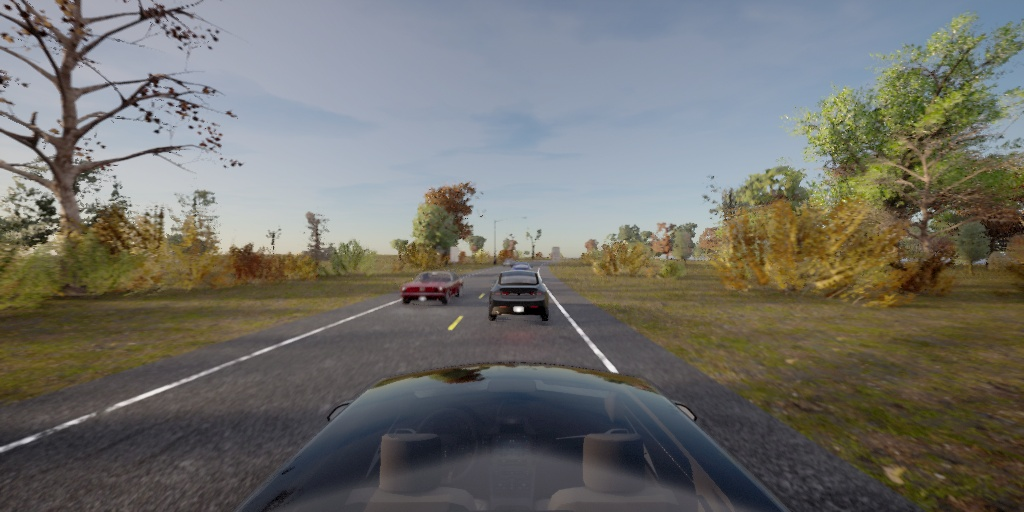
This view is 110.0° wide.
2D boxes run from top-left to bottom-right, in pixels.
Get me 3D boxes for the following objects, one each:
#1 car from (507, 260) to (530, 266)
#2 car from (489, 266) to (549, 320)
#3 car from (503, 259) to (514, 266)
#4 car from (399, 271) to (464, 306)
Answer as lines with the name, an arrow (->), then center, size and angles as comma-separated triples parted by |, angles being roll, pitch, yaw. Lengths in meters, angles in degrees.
car -> 0.835, 1.279, 30.708 | 1.812, 1.442, 4.674 | 0, 0, 3
car -> 0.232, 1.257, 12.562 | 1.837, 1.490, 4.892 | 0, 0, 1
car -> -0.439, 1.236, 63.137 | 2.128, 1.511, 4.902 | 0, 0, 6
car -> -3.415, 1.352, 16.025 | 1.895, 1.301, 4.718 | 0, 0, 1
